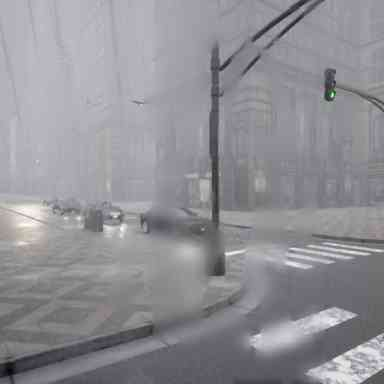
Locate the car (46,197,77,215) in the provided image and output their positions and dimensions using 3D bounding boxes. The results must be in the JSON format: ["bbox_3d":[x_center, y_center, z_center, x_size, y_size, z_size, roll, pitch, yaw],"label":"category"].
[{"bbox_3d":[-12.981,1.518,34.109,2.033,1.411,5.357,0,0,-35],"label":"car"}]

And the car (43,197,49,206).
[{"bbox_3d":[-22.005,1.446,52.096,1.812,1.442,4.674,0,0,-35],"label":"car"}]

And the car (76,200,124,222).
[{"bbox_3d":[-6.836,1.480,25.476,2.128,1.511,4.902,0,0,-35],"label":"car"}]

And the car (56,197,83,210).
[{"bbox_3d":[-16.367,1.489,44.280,2.033,1.411,5.357,0,0,-35],"label":"car"}]

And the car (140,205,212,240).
[{"bbox_3d":[-0.924,1.470,17.187,1.882,1.535,5.008,0,0,-36],"label":"car"}]
